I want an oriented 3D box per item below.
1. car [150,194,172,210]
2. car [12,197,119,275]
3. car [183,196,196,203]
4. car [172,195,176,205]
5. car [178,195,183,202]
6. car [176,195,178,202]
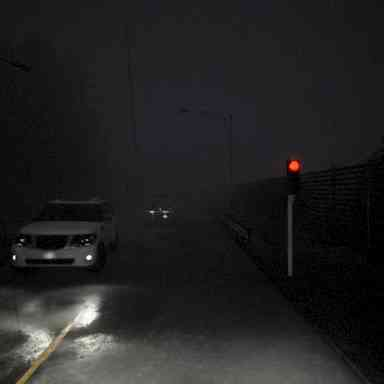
[{"bbox_3d":[-4.209,1.221,43.912,2.150,2.045,5.566,0,0,0],"label":"car"},{"bbox_3d":[-3.741,1.222,10.937,2.150,2.045,5.566,1,0,-5],"label":"car"},{"bbox_3d":[-0.280,1.526,67.647,1.812,1.442,4.674,0,0,-5],"label":"car"},{"bbox_3d":[-4.221,1.352,53.763,2.097,1.767,4.553,0,0,0],"label":"car"},{"bbox_3d":[-3.905,1.499,77.012,4.892,1.490,1.837,0,0,40],"label":"car"},{"bbox_3d":[-4.193,1.525,63.957,1.812,1.442,4.674,0,0,0],"label":"car"}]
